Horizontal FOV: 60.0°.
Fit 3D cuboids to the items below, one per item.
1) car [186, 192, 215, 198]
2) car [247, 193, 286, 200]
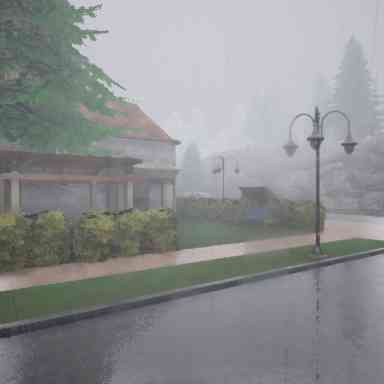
[{"bbox_3d":[1.245,1.061,39.309,2.150,2.045,5.566,0,0,-35],"label":"car"},{"bbox_3d":[7.249,1.059,30.862,2.150,2.045,5.566,0,0,-35],"label":"car"}]
